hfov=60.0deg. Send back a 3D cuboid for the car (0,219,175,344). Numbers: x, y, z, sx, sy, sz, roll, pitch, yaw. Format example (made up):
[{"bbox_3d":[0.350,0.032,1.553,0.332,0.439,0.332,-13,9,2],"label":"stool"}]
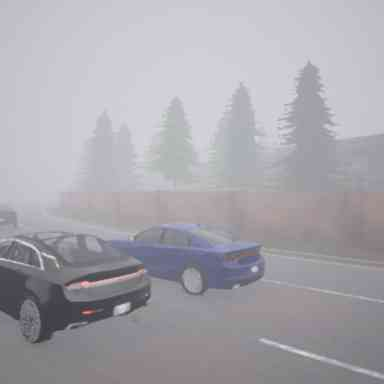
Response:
[{"bbox_3d":[-2.913,1.527,6.543,4.902,1.511,2.128,0,-1,40],"label":"car"}]

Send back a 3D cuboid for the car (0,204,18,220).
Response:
[{"bbox_3d":[-13.032,1.538,22.106,1.882,1.535,5.008,1,-1,-39],"label":"car"}]

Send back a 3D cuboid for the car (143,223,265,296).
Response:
[{"bbox_3d":[-0.502,1.575,9.071,5.008,1.535,1.882,0,-1,40],"label":"car"}]
